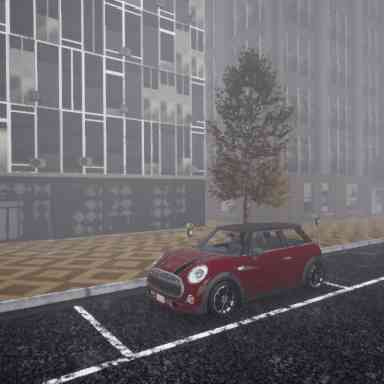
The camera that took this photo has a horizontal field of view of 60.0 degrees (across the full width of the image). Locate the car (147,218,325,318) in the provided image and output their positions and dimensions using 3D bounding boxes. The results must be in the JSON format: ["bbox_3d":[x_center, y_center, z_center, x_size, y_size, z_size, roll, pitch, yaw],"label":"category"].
[{"bbox_3d":[1.036,1.439,7.312,4.097,1.590,1.967,0,-1,-36],"label":"car"}]
